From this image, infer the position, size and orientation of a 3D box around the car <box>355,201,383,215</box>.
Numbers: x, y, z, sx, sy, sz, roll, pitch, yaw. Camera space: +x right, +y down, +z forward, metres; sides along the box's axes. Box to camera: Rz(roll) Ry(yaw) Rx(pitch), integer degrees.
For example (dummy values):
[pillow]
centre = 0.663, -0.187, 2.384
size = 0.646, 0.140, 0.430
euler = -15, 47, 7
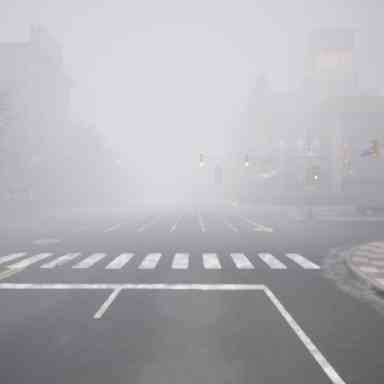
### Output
[car]
centre = 20.551, 1.743, 36.457
size = 5.008, 1.535, 1.882
euler = 0, 0, 1
